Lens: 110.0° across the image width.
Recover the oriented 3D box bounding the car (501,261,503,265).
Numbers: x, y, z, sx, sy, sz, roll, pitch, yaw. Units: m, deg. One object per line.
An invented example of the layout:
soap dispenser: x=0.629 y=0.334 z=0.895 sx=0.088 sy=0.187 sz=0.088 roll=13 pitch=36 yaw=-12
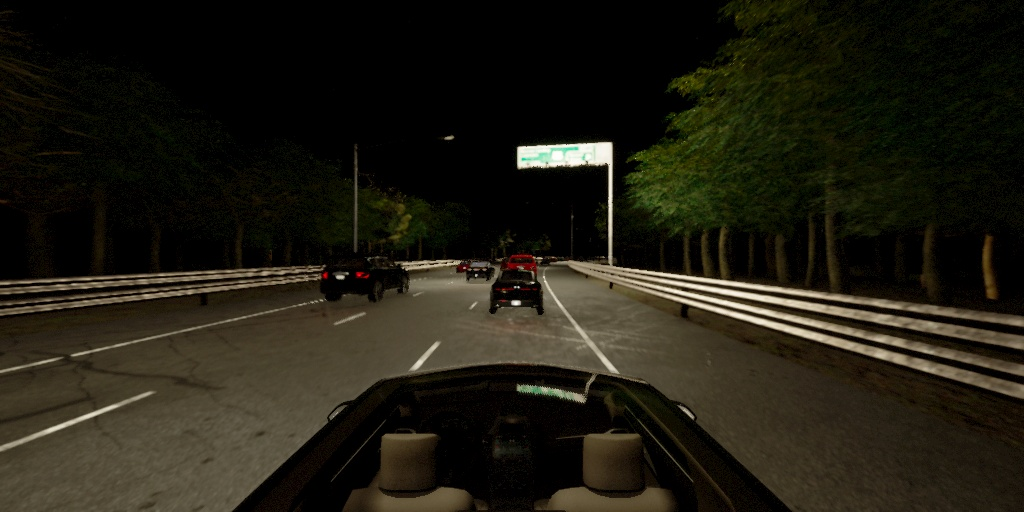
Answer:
car: x=-0.366 y=1.081 z=52.423 sx=2.097 sy=1.767 sz=4.553 roll=0 pitch=0 yaw=7

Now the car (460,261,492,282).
car: x=-2.487 y=1.231 z=29.257 sx=2.128 sy=1.511 sz=4.902 roll=0 pitch=0 yaw=4

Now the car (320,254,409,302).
car: x=-6.704 y=0.947 z=16.939 sx=2.150 sy=2.045 sz=5.566 roll=0 pitch=0 yaw=3

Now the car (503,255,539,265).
car: x=0.808 y=0.969 z=27.147 sx=2.150 sy=2.045 sz=5.566 roll=0 pitch=0 yaw=4

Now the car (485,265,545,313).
car: x=0.208 y=1.256 z=13.933 sx=1.837 sy=1.490 sz=4.892 roll=0 pitch=0 yaw=2

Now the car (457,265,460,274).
car: x=-5.045 y=1.289 z=41.605 sx=1.994 sy=1.385 sz=4.181 roll=0 pitch=0 yaw=6
